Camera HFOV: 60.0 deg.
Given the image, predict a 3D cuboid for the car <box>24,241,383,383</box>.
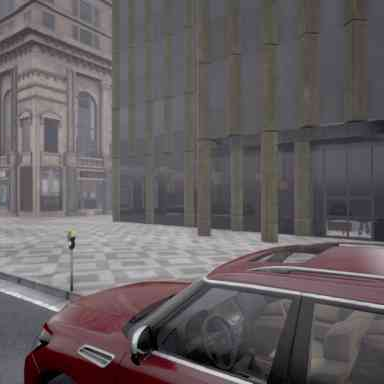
[{"bbox_3d":[0.897,1.315,2.333,5.009,1.841,2.192,0,0,36],"label":"car"}]
